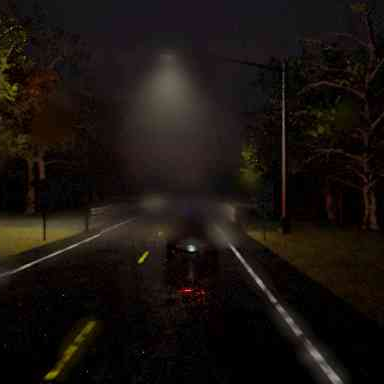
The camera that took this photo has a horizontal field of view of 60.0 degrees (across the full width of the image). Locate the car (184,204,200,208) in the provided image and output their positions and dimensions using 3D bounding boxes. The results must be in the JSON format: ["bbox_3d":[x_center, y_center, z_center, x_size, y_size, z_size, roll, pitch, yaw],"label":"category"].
[{"bbox_3d":[0.009,1.810,28.903,1.812,1.442,4.674,0,0,1],"label":"car"}]

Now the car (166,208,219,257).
[{"bbox_3d":[0.015,1.641,13.517,1.837,1.490,4.892,0,0,1],"label":"car"}]
